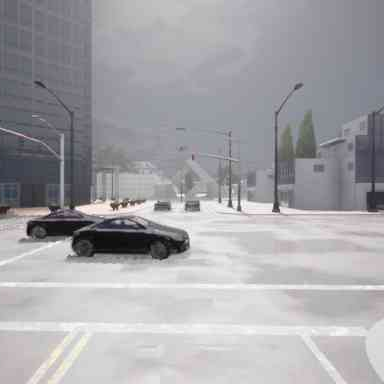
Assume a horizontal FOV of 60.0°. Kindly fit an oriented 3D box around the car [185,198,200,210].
[{"bbox_3d":[0.058,1.491,43.210,2.128,1.511,4.902,0,0,0],"label":"car"}]

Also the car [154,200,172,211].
[{"bbox_3d":[-3.615,1.601,41.553,1.895,1.301,4.718,0,0,0],"label":"car"}]

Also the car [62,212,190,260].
[{"bbox_3d":[-2.171,1.580,12.122,4.181,1.385,1.994,0,0,7],"label":"car"}]

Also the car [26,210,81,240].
[{"bbox_3d":[-6.143,1.600,16.973,4.181,1.385,1.994,0,0,-16],"label":"car"}]
